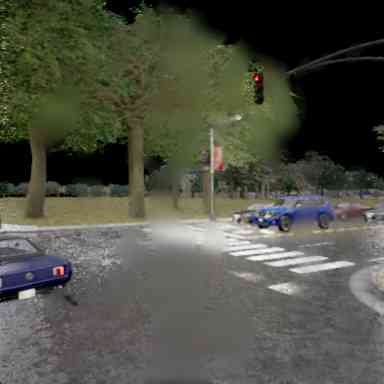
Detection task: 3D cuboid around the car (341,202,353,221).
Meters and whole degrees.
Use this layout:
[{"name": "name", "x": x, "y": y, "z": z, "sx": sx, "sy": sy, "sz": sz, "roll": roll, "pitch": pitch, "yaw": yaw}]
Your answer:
[{"name": "car", "x": 13.103, "y": 1.584, "z": 28.209, "sx": 4.674, "sy": 1.442, "sz": 1.812, "roll": 0, "pitch": 0, "yaw": -29}]

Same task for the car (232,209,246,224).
[{"name": "car", "x": 5.112, "y": 1.564, "z": 23.793, "sx": 4.902, "sy": 1.511, "sz": 2.128, "roll": 0, "pitch": 0, "yaw": -29}]

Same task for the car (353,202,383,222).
[{"name": "car", "x": 15.173, "y": 1.539, "z": 25.643, "sx": 4.902, "sy": 1.511, "sz": 2.128, "roll": 0, "pitch": 0, "yaw": -29}]

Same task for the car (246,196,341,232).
[{"name": "car", "x": 6.417, "y": 1.285, "z": 20.805, "sx": 5.566, "sy": 2.045, "sz": 2.150, "roll": 0, "pitch": 0, "yaw": -29}]

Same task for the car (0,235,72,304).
[{"name": "car", "x": -4.898, "y": 1.671, "z": 7.741, "sx": 4.718, "sy": 1.301, "sz": 1.895, "roll": 0, "pitch": 0, "yaw": 38}]
